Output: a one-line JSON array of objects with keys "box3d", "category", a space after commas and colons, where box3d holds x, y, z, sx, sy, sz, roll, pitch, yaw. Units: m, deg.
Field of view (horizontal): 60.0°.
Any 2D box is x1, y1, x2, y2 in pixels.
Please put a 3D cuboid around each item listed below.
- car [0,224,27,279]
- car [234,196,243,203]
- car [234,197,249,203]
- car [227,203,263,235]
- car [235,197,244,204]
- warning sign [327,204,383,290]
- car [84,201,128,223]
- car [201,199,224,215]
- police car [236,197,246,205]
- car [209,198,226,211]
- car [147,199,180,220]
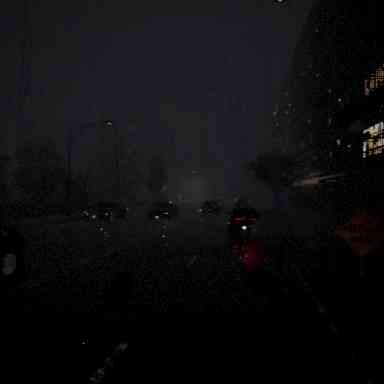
[{"box3d": [-5.673, 1.380, 7.106, 1.837, 1.490, 4.892, 1, 0, 9], "category": "car"}, {"box3d": [12.344, 2.006, 89.015, 2.097, 1.767, 4.553, 1, 0, 5], "category": "car"}, {"box3d": [6.784, 1.800, 45.959, 1.882, 1.535, 5.008, 1, 0, 7], "category": "car"}, {"box3d": [3.161, 1.648, 20.048, 1.837, 1.490, 4.892, 1, 0, 9], "category": "car"}, {"box3d": [11.815, 2.068, 83.226, 1.801, 1.575, 5.366, 1, 0, 5], "category": "car"}, {"box3d": [4.068, 1.246, 7.964, 1.300, 1.860, 1.060, 1, 0, 9], "category": "warning sign"}, {"box3d": [-6.201, 1.421, 24.609, 1.837, 1.490, 4.892, 1, 0, 9], "category": "car"}, {"box3d": [2.144, 1.644, 35.979, 1.882, 1.535, 5.008, 1, 0, 8], "category": "car"}, {"box3d": [10.827, 1.967, 73.142, 1.930, 1.638, 5.238, 1, 0, 6], "category": "police car"}, {"box3d": [3.656, 1.740, 47.614, 2.128, 1.511, 4.902, 1, 0, 8], "category": "car"}, {"box3d": [-2.327, 1.575, 28.560, 2.033, 1.411, 5.357, 1, 0, 8], "category": "car"}]
